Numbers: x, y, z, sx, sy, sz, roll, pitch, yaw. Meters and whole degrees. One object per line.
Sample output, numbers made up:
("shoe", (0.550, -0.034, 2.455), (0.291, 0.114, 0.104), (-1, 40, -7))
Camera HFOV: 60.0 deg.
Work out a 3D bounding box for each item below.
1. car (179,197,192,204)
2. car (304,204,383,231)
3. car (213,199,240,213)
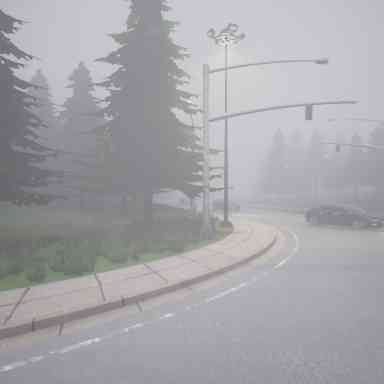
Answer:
("car", (-0.818, 1.491, 53.833), (2.128, 1.511, 4.902), (0, 0, -17))
("car", (9.448, 1.509, 20.844), (1.837, 1.490, 4.892), (-2, 1, -36))
("car", (3.809, 1.492, 37.572), (2.128, 1.511, 4.902), (0, 0, -15))
